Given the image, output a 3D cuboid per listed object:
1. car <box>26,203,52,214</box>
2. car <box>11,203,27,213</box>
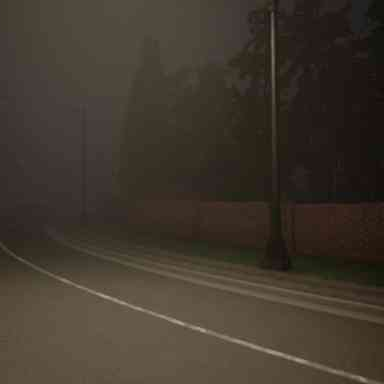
[{"bbox_3d":[-21.592,2.394,47.714,1.812,1.442,4.674,0,-1,-7],"label":"car"},{"bbox_3d":[-25.512,2.423,50.300,1.882,1.535,5.008,-1,-2,-5],"label":"car"}]
